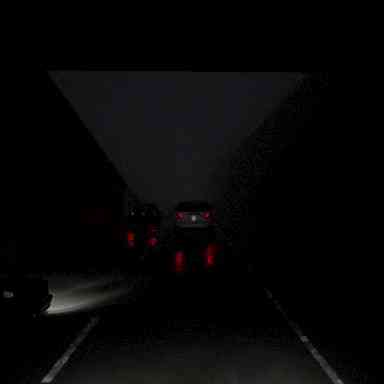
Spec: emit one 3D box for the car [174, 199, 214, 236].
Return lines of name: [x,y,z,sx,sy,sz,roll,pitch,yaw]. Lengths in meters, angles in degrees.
car: [0.098,1.417,19.858,2.150,2.045,5.566,0,0,0]

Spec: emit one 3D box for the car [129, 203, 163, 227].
car: [-3.403,1.599,25.411,2.097,1.767,4.553,0,-1,0]

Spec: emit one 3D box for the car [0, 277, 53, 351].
car: [-3.400,1.582,3.457,2.033,1.411,5.357,0,-1,0]

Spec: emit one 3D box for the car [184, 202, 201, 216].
car: [0.087,1.889,37.561,1.812,1.442,4.674,0,-1,0]
